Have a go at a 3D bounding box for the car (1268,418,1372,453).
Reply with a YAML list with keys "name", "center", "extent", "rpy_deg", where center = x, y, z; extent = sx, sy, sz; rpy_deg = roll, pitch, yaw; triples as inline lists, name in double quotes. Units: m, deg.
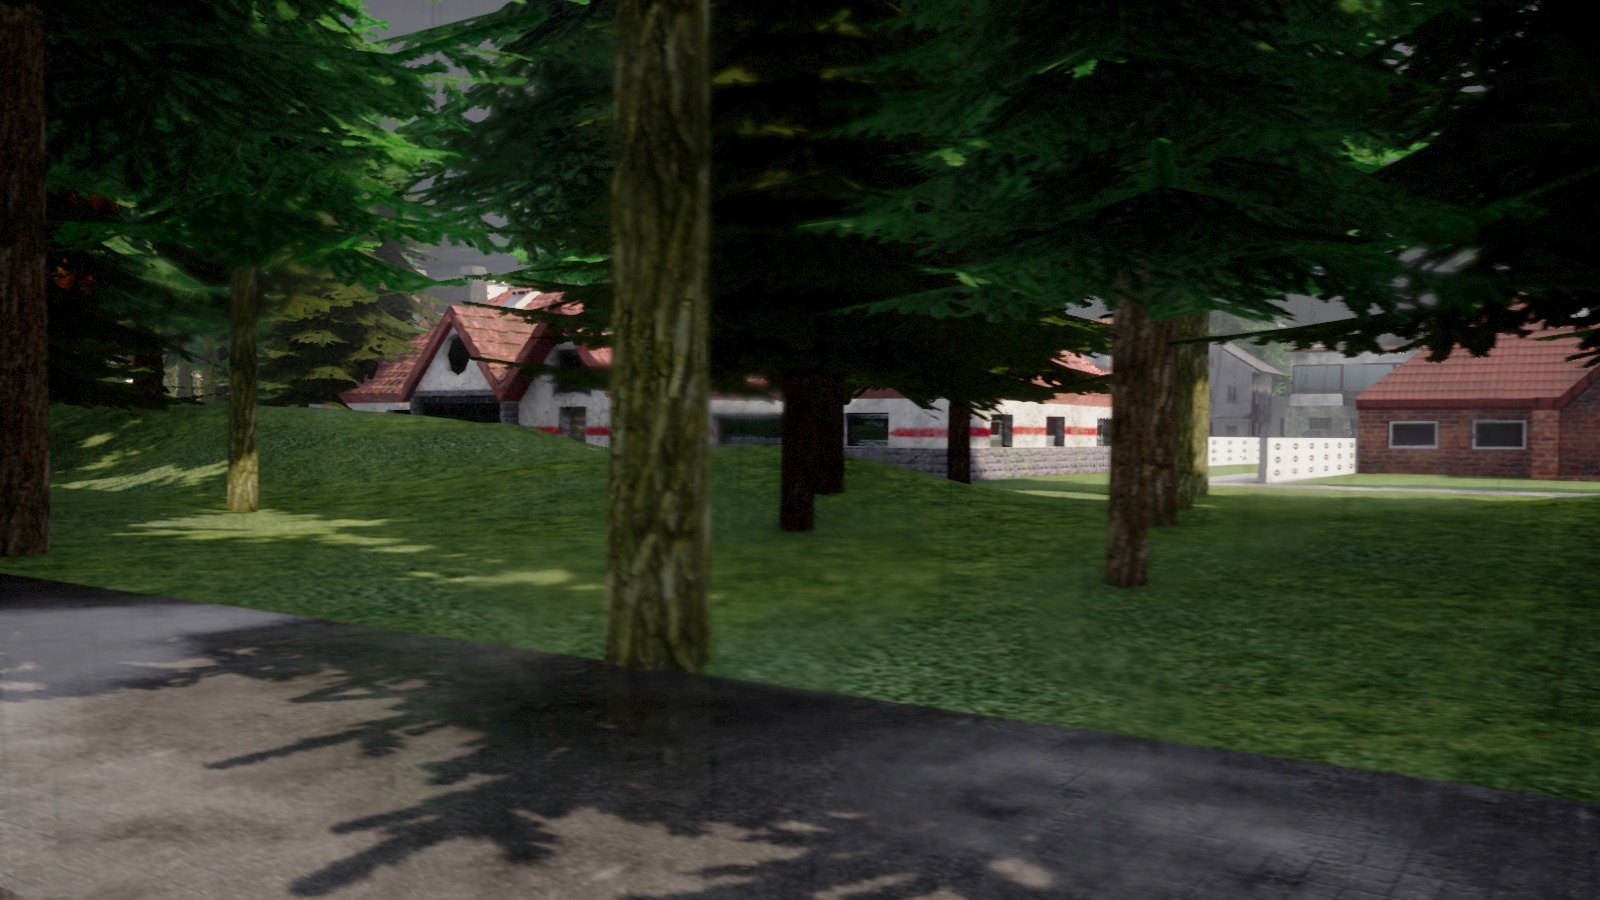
- name: "car"
  center: [31.829, -0.888, 76.910]
  extent: [5.566, 2.045, 2.150]
  rpy_deg: [0, 1, 34]
